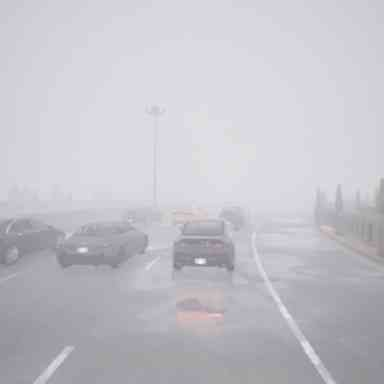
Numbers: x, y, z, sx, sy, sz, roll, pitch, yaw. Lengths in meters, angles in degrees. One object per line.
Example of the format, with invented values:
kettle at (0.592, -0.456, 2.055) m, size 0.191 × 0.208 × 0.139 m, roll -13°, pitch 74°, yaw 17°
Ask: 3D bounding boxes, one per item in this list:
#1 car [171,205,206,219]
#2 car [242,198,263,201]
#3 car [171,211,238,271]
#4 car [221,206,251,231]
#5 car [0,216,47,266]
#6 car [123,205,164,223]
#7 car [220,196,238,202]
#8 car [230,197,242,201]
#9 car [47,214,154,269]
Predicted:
car at (-0.069, 1.743, 25.853) m, size 1.882 × 1.535 × 5.008 m, roll 0°, pitch 0°, yaw 17°
car at (13.245, 2.071, 70.108) m, size 2.097 × 1.767 × 4.553 m, roll -1°, pitch -1°, yaw 41°
car at (0.546, 1.625, 11.390) m, size 1.837 × 1.490 × 4.892 m, roll 0°, pitch 0°, yaw 8°
car at (3.094, 1.757, 24.269) m, size 1.837 × 1.490 × 4.892 m, roll 0°, pitch 0°, yaw 16°
car at (-6.422, 1.632, 12.071) m, size 1.837 × 1.490 × 4.892 m, roll 0°, pitch 0°, yaw 8°
car at (-3.693, 1.774, 25.992) m, size 1.837 × 1.490 × 4.892 m, roll 0°, pitch 0°, yaw 16°
car at (8.678, 1.994, 75.457) m, size 2.150 × 2.045 × 5.566 m, roll -1°, pitch -1°, yaw 41°
car at (10.956, 2.296, 72.786) m, size 1.994 × 1.385 × 4.181 m, roll -1°, pitch -1°, yaw 41°
car at (-2.934, 1.686, 11.751) m, size 1.994 × 1.385 × 4.181 m, roll 0°, pitch -1°, yaw 8°
